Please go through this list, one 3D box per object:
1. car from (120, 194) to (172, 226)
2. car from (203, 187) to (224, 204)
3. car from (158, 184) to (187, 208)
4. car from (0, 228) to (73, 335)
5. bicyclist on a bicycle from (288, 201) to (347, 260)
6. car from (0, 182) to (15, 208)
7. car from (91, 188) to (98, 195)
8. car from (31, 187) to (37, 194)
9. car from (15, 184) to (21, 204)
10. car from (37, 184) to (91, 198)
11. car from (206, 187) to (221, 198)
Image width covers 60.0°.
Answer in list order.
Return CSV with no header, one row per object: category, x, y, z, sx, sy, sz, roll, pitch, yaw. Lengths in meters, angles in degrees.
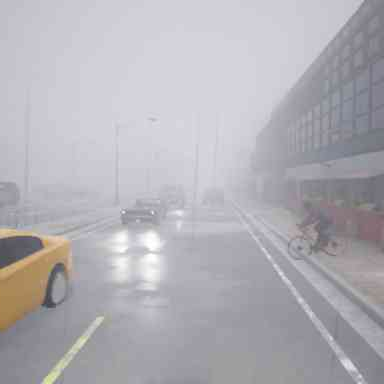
car,-2.487,1.014,18.312,1.895,1.301,4.718,1,2,4
car,2.315,0.276,35.410,2.097,1.767,4.553,1,2,4
car,-1.709,0.293,29.618,2.150,2.045,5.566,1,2,4
car,-3.399,1.307,4.551,1.882,1.535,5.008,1,2,4
bicyclist on a bicycle,3.456,1.072,9.282,1.656,1.620,0.582,-6,1,4
car,-15.786,0.246,24.022,4.605,1.855,1.932,1,2,4
car,-15.065,-0.294,46.134,3.806,1.475,1.970,1,2,4
car,-21.858,-0.408,50.252,4.514,1.523,2.007,1,2,4
car,-16.006,0.134,26.947,3.866,1.878,1.905,1,2,4
car,-15.164,-0.176,39.710,5.027,1.636,2.152,1,2,4
car,3.097,0.046,47.580,2.128,1.511,4.902,1,2,4
